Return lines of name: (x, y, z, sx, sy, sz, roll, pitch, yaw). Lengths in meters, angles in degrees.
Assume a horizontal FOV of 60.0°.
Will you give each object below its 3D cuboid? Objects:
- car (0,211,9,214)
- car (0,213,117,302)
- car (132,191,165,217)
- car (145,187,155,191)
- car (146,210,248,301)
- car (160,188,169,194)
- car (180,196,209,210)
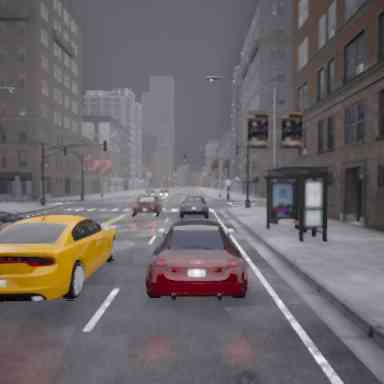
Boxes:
car: (-6.556, 1.303, 10.265, 1.994, 1.385, 4.181, 0, 1, 0)
car: (-3.151, 1.275, 7.933, 1.882, 1.535, 5.008, 0, 2, 0)
car: (-3.174, 0.926, 24.099, 1.812, 1.442, 4.674, 0, 1, -2)
car: (-9.482, -0.309, 76.021, 2.128, 1.511, 4.902, 0, 1, 0)
car: (0.103, 1.362, 7.924, 1.994, 1.385, 4.181, 0, 1, 0)
car: (-6.231, -0.293, 76.010, 2.033, 1.411, 5.357, 0, 1, 0)
car: (0.231, 0.978, 23.585, 1.994, 1.385, 4.181, 0, 1, 3)
